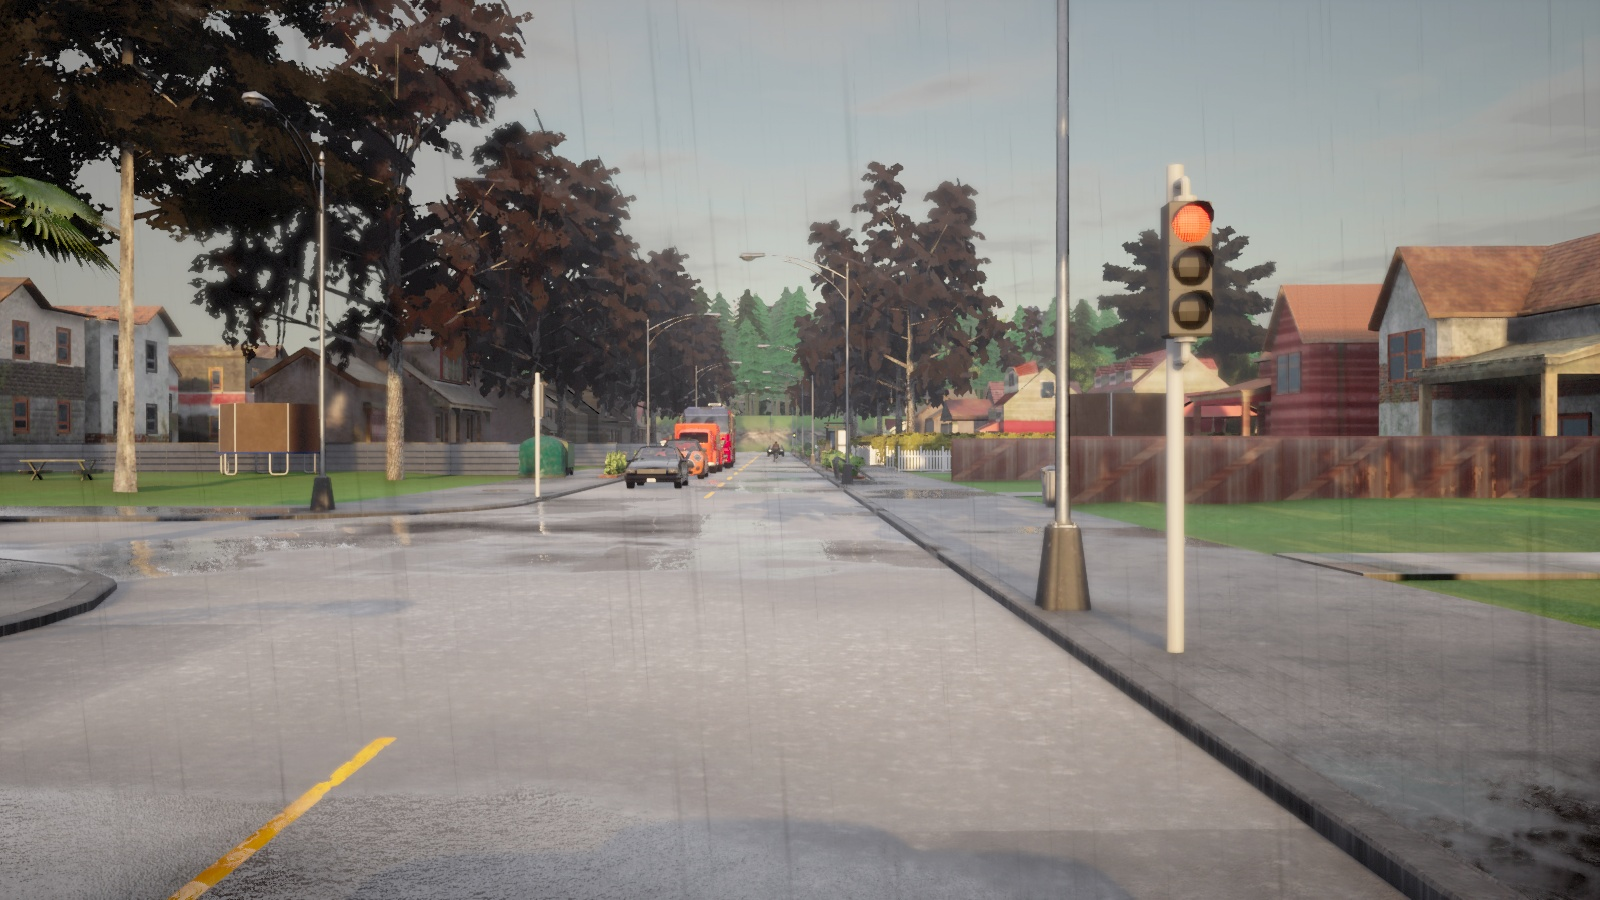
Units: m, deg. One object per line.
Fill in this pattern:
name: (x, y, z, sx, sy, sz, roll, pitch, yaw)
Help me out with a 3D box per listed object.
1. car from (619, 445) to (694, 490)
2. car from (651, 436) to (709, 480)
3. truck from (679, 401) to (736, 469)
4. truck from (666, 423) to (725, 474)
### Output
car: (-4.789, 0.549, 42.690, 2.033, 1.411, 5.357, 0, 0, -1)
car: (-4.985, 0.303, 52.843, 2.097, 1.767, 4.553, 0, 0, -1)
truck: (-5.423, -0.846, 74.966, 2.891, 3.827, 8.468, 0, 0, -1)
truck: (-5.189, -0.100, 63.075, 2.627, 2.467, 5.204, 0, 0, -1)
